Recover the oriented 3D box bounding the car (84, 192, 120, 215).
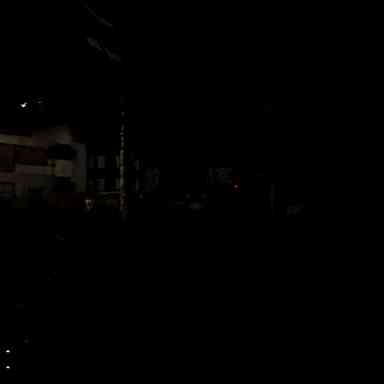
[{"bbox_3d":[-8.309,1.011,31.420,2.150,2.045,5.566,1,2,38],"label":"car"}]
